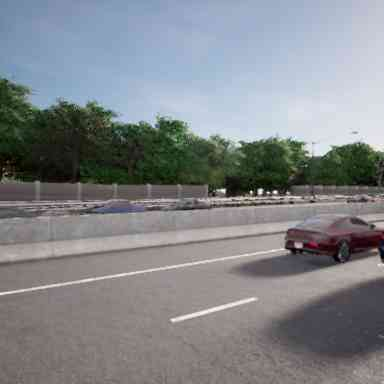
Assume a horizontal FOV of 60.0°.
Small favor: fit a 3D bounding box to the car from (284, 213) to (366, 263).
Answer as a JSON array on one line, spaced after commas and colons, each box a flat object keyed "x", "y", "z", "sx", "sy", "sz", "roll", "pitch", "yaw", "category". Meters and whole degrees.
[{"x": 5.215, "y": 1.484, "z": 11.762, "sx": 4.674, "sy": 1.442, "sz": 1.812, "roll": 0, "pitch": 0, "yaw": -35, "category": "car"}]

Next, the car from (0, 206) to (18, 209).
[{"x": -10.586, "y": 1.521, "z": 17.936, "sx": 4.674, "sy": 1.442, "sz": 1.812, "roll": 0, "pitch": 0, "yaw": -35, "category": "car"}]

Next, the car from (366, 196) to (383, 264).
[{"x": 7.238, "y": 1.180, "z": 8.907, "sx": 5.566, "sy": 2.045, "sz": 2.150, "roll": 0, "pitch": 0, "yaw": -35, "category": "car"}]

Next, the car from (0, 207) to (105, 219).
[{"x": -6.982, "y": 1.591, "z": 16.207, "sx": 4.718, "sy": 1.301, "sz": 1.895, "roll": 0, "pitch": 0, "yaw": -35, "category": "car"}]

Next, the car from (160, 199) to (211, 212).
[{"x": -0.527, "y": 1.436, "z": 29.406, "sx": 4.892, "sy": 1.490, "sz": 1.837, "roll": 0, "pitch": 0, "yaw": -35, "category": "car"}]

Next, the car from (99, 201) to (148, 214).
[{"x": -6.606, "y": 1.504, "z": 29.371, "sx": 5.357, "sy": 1.411, "sz": 2.033, "roll": 0, "pitch": 0, "yaw": -35, "category": "car"}]

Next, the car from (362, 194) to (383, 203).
[{"x": 24.568, "y": 1.068, "z": 42.967, "sx": 4.553, "sy": 1.767, "sz": 2.097, "roll": -1, "pitch": 0, "yaw": -35, "category": "car"}]

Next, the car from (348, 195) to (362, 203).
[{"x": 26.856, "y": 1.194, "z": 53.164, "sx": 4.674, "sy": 1.442, "sz": 1.812, "roll": 0, "pitch": 0, "yaw": -35, "category": "car"}]
